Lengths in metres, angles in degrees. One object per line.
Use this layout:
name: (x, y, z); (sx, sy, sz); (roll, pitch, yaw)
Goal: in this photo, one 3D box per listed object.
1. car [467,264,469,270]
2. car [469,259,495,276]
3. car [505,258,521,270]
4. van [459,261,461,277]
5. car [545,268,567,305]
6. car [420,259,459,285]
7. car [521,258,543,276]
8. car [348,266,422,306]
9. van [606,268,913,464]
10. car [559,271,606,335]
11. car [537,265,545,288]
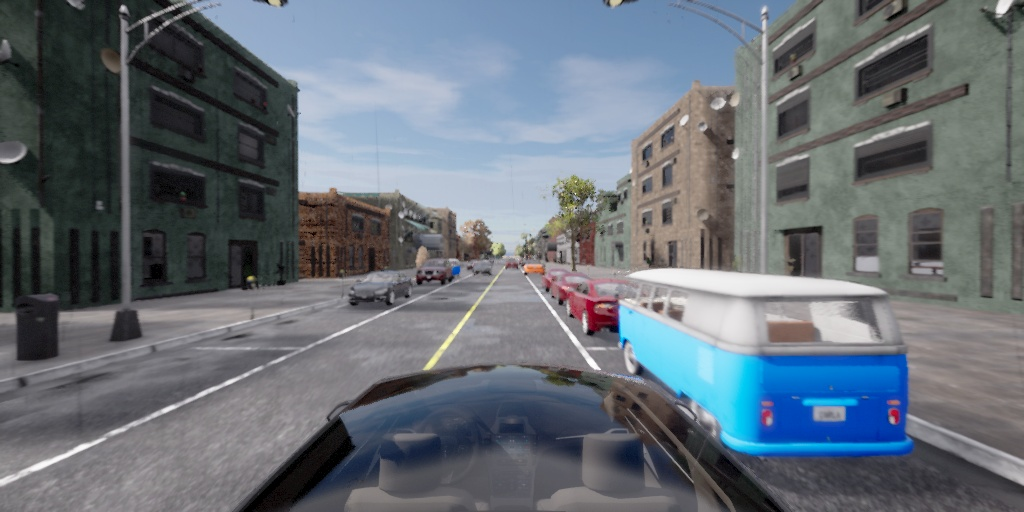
car: (-5.691, 1.336, 54.814); (1.967, 1.591, 4.097); (0, 0, 0)
car: (-3.089, 1.356, 38.323); (1.837, 1.490, 4.892); (0, 0, 0)
car: (-0.005, 1.258, 58.065); (2.097, 1.767, 4.553); (0, 0, 0)
van: (-5.689, 1.177, 32.620); (1.690, 1.789, 3.998); (0, 0, 0)
car: (2.693, 1.372, 15.978); (1.802, 1.307, 4.207); (0, 0, 0)
car: (-5.688, 1.135, 27.072); (2.192, 1.841, 5.009); (0, 0, 0)
car: (2.384, 1.208, 39.423); (2.097, 1.767, 4.553); (0, 0, 0)
car: (-5.687, 1.340, 15.975); (2.007, 1.370, 4.403); (0, 0, 0)
van: (2.694, 1.100, 4.881); (1.690, 1.789, 3.998); (0, 0, 0)
car: (2.694, 1.320, 10.430); (1.888, 1.381, 4.507); (0, 0, 0)
car: (2.693, 1.387, 21.526); (1.802, 1.307, 4.207); (0, 0, 0)
